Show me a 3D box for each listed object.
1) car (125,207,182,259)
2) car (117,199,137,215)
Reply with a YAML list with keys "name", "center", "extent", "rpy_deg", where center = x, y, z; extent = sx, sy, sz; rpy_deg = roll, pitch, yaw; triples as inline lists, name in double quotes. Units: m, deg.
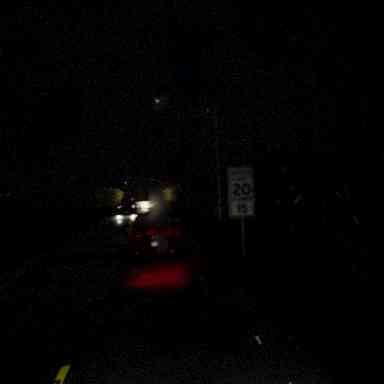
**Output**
- name: "car"
  center: [-1.504, 1.545, 13.226]
  extent: [1.882, 1.535, 5.008]
  rpy_deg: [-2, 0, -7]
- name: "car"
  center: [-7.651, 1.684, 39.577]
  extent: [2.097, 1.767, 4.553]
  rpy_deg: [-2, 0, -7]
